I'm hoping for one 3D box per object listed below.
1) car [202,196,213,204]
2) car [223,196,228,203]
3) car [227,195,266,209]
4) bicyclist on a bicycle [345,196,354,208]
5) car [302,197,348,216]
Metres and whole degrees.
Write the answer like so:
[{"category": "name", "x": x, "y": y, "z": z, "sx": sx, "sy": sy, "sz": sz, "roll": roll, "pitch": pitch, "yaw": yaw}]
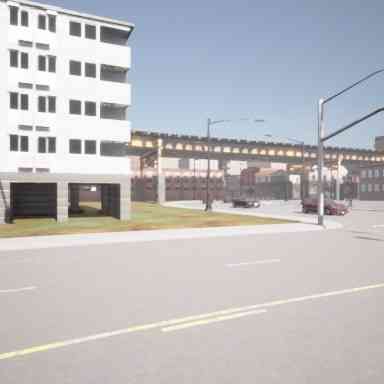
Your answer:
[{"category": "car", "x": 3.004, "y": 1.477, "z": 63.161, "sx": 1.882, "sy": 1.535, "sz": 5.008, "roll": 0, "pitch": 0, "yaw": 7}, {"category": "car", "x": 7.284, "y": 1.491, "z": 66.460, "sx": 2.128, "sy": 1.511, "sz": 4.902, "roll": 0, "pitch": 0, "yaw": 12}, {"category": "car", "x": 7.378, "y": 1.490, "z": 45.502, "sx": 2.128, "sy": 1.511, "sz": 4.902, "roll": 0, "pitch": 0, "yaw": -24}, {"category": "bicyclist on a bicycle", "x": 20.487, "y": 1.302, "z": 43.306, "sx": 1.656, "sy": 1.620, "sz": 0.582, "roll": 0, "pitch": 0, "yaw": -25}, {"category": "car", "x": 13.153, "y": 1.352, "z": 33.082, "sx": 2.097, "sy": 1.767, "sz": 4.553, "roll": 0, "pitch": 0, "yaw": -25}]
